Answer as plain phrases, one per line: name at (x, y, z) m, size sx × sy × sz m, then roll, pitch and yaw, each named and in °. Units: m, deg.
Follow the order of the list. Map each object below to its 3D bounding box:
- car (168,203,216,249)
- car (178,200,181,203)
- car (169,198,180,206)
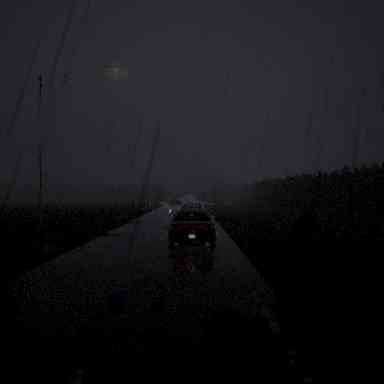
car at (0.000, 1.483, 14.650) m, size 1.882 × 1.535 × 5.008 m, roll 0°, pitch 0°, yaw 0°
car at (0.000, 1.612, 29.681) m, size 1.895 × 1.301 × 4.718 m, roll 0°, pitch 0°, yaw 0°
car at (-2.750, 1.633, 55.072) m, size 1.895 × 1.301 × 4.718 m, roll 0°, pitch 0°, yaw 0°
